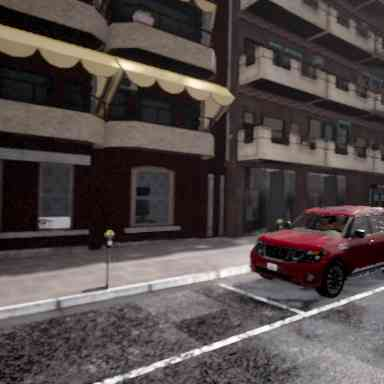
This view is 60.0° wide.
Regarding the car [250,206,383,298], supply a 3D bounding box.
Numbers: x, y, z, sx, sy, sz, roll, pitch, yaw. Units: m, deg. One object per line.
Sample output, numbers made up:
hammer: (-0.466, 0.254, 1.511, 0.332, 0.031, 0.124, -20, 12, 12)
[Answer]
car: (3.830, 1.340, 8.796, 5.009, 1.841, 2.192, 0, 1, -35)
